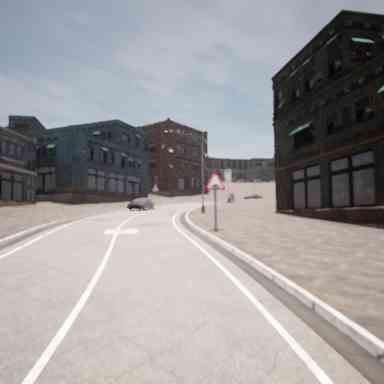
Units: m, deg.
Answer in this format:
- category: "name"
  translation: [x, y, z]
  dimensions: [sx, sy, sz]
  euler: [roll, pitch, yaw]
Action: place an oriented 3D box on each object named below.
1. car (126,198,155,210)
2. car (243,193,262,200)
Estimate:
- category: "car"
  translation: [-5.871, 1.400, 38.754]
  dimensions: [2.033, 1.411, 5.357]
  euler: [-2, -1, 10]
- category: "car"
  translation: [13.546, 1.017, 74.377]
  dimensions: [2.033, 1.411, 5.357]
  euler: [-5, -3, 45]
